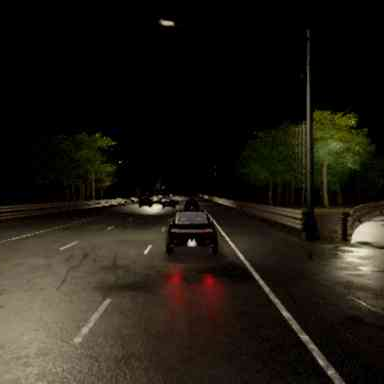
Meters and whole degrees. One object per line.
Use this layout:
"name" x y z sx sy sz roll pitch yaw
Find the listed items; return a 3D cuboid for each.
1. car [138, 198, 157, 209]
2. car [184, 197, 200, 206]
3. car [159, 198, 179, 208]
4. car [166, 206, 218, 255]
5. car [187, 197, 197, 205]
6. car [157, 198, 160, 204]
"car" -7.020 1.734 51.071 1.837 1.490 4.892 0 0 0
"car" -0.020 1.692 43.292 1.837 1.490 4.892 0 0 0
"car" -3.520 1.797 51.594 1.994 1.385 4.181 0 0 0
"car" -0.007 1.534 13.573 2.128 1.511 4.902 0 0 0
"car" -0.016 1.808 68.264 1.882 1.535 5.008 0 0 0
"car" -7.011 1.890 67.890 1.994 1.385 4.181 0 0 0
